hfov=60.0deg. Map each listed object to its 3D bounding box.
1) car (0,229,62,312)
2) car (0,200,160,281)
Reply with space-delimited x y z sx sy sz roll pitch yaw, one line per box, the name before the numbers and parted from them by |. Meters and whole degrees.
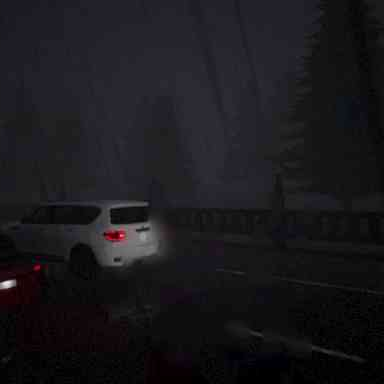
car | -4.967 1.609 6.864 4.181 1.385 1.994 0 0 31
car | -3.603 1.263 10.143 5.566 2.045 2.150 0 0 30
